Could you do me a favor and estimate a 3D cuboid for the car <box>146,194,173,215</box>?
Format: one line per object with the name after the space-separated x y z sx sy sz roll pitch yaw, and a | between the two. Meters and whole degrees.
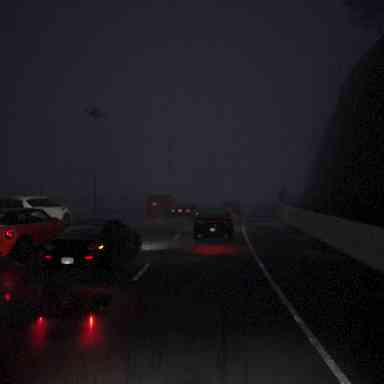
-3.052 1.266 34.680 2.150 2.045 5.566 0 0 12 | car

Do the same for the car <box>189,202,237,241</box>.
1.175 1.504 17.064 1.882 1.535 5.008 0 0 6 | car

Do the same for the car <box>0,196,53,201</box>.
-9.148 1.235 19.294 2.150 2.045 5.566 0 0 7 | car

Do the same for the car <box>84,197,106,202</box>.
-15.626 1.617 55.987 1.994 1.385 4.181 0 0 18 | car

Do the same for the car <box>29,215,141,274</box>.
-2.933 1.536 10.537 1.812 1.442 4.674 0 0 4 | car

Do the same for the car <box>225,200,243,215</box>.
4.286 1.549 35.358 2.128 1.511 4.902 0 0 13 | car

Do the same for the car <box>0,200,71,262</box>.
-6.284 1.360 12.423 2.097 1.767 4.553 0 0 4 | car

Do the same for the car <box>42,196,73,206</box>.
-22.785 1.534 56.566 2.128 1.511 4.902 0 0 18 | car

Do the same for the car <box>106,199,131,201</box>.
-11.878 1.551 56.205 2.128 1.511 4.902 0 0 18 | car

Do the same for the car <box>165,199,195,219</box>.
-0.486 1.589 29.764 2.033 1.411 5.357 0 0 11 | car
